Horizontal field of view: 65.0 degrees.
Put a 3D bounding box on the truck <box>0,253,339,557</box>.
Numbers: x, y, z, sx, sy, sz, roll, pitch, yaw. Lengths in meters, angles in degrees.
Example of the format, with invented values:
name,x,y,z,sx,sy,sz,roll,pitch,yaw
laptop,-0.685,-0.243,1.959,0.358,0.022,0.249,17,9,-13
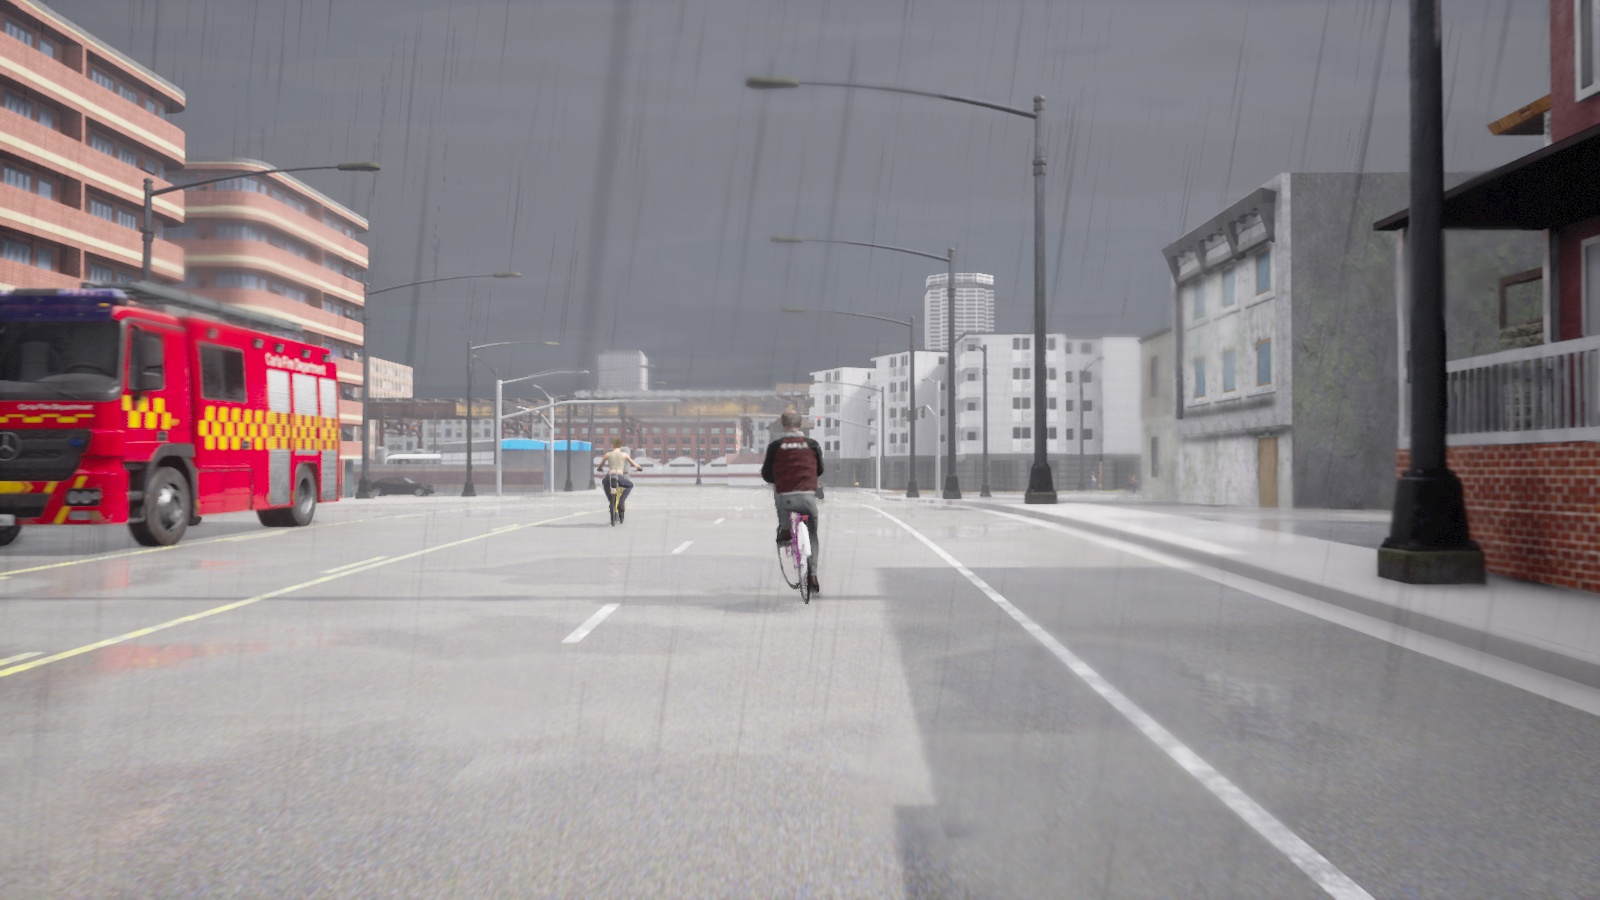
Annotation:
name,x,y,z,sx,sy,sz,roll,pitch,yaw
truck,-10.330,-0.546,20.031,2.891,3.827,8.468,0,0,-1

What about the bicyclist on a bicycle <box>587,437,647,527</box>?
name,x,y,z,sx,sy,sz,roll,pitch,yaw
bicyclist on a bicycle,-3.354,0.579,23.159,0.866,1.612,1.509,0,-1,1

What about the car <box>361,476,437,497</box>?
name,x,y,z,sx,sy,sz,roll,pitch,yaw
car,-29.598,2.676,92.789,5.008,1.535,1.882,0,-1,-3

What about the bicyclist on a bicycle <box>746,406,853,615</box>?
name,x,y,z,sx,sy,sz,roll,pitch,yaw
bicyclist on a bicycle,-0.039,0.510,11.796,0.659,1.776,1.843,-3,1,-8
